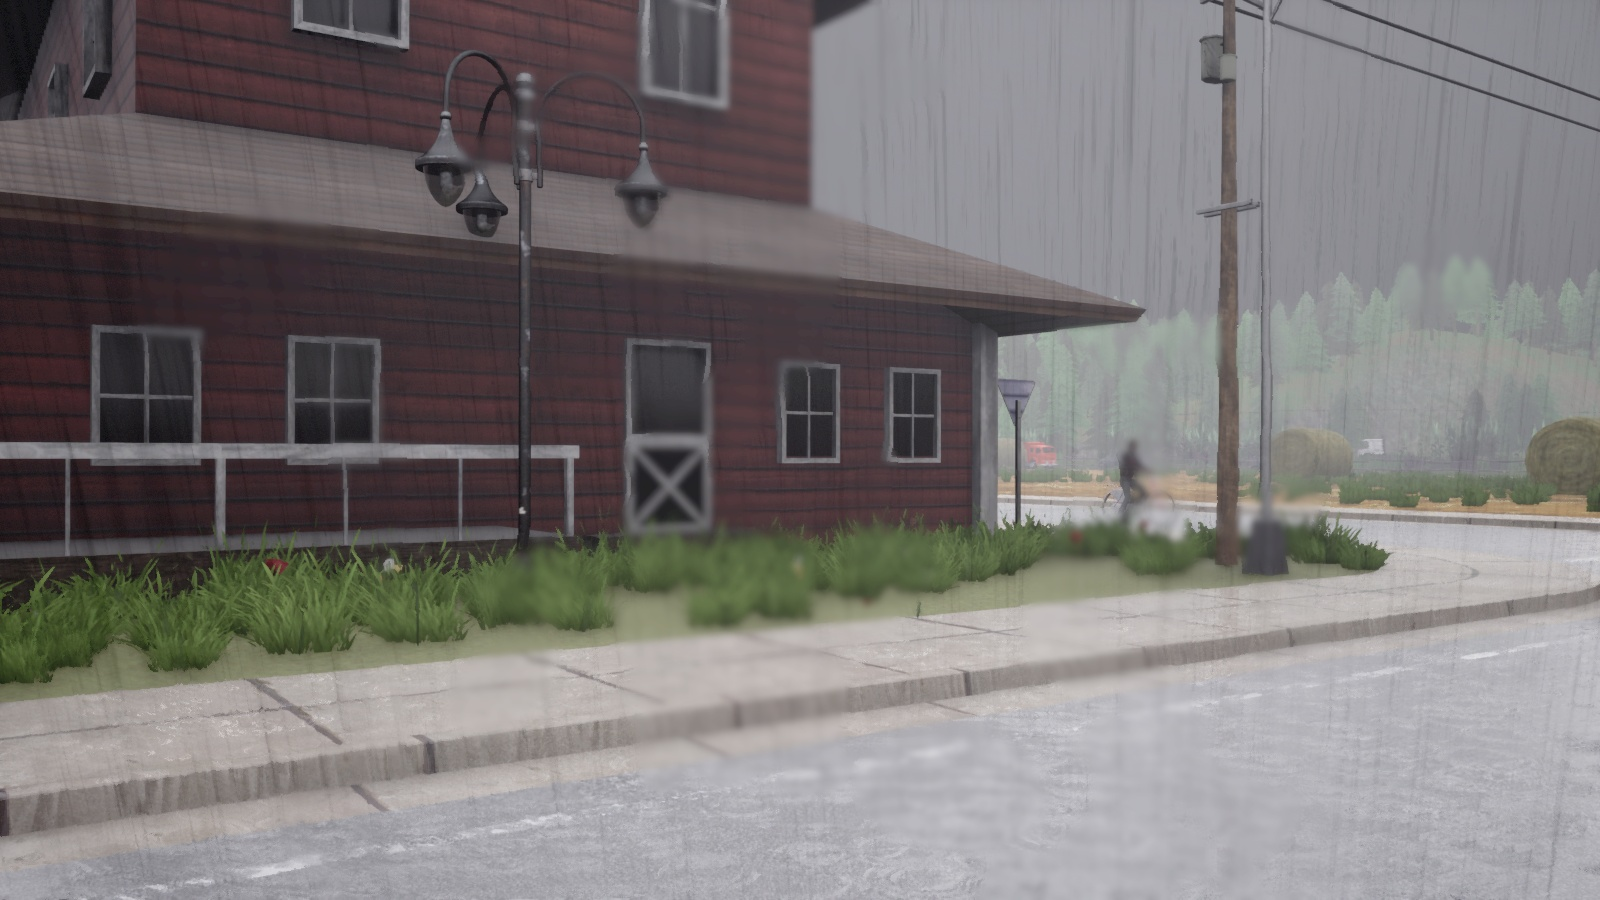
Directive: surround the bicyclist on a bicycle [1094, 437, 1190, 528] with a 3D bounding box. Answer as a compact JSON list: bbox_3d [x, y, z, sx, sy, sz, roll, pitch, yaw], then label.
[{"bbox_3d":[6.850,0.636,25.217,0.659,1.776,1.843,0,0,-36],"label":"bicyclist on a bicycle"}]
